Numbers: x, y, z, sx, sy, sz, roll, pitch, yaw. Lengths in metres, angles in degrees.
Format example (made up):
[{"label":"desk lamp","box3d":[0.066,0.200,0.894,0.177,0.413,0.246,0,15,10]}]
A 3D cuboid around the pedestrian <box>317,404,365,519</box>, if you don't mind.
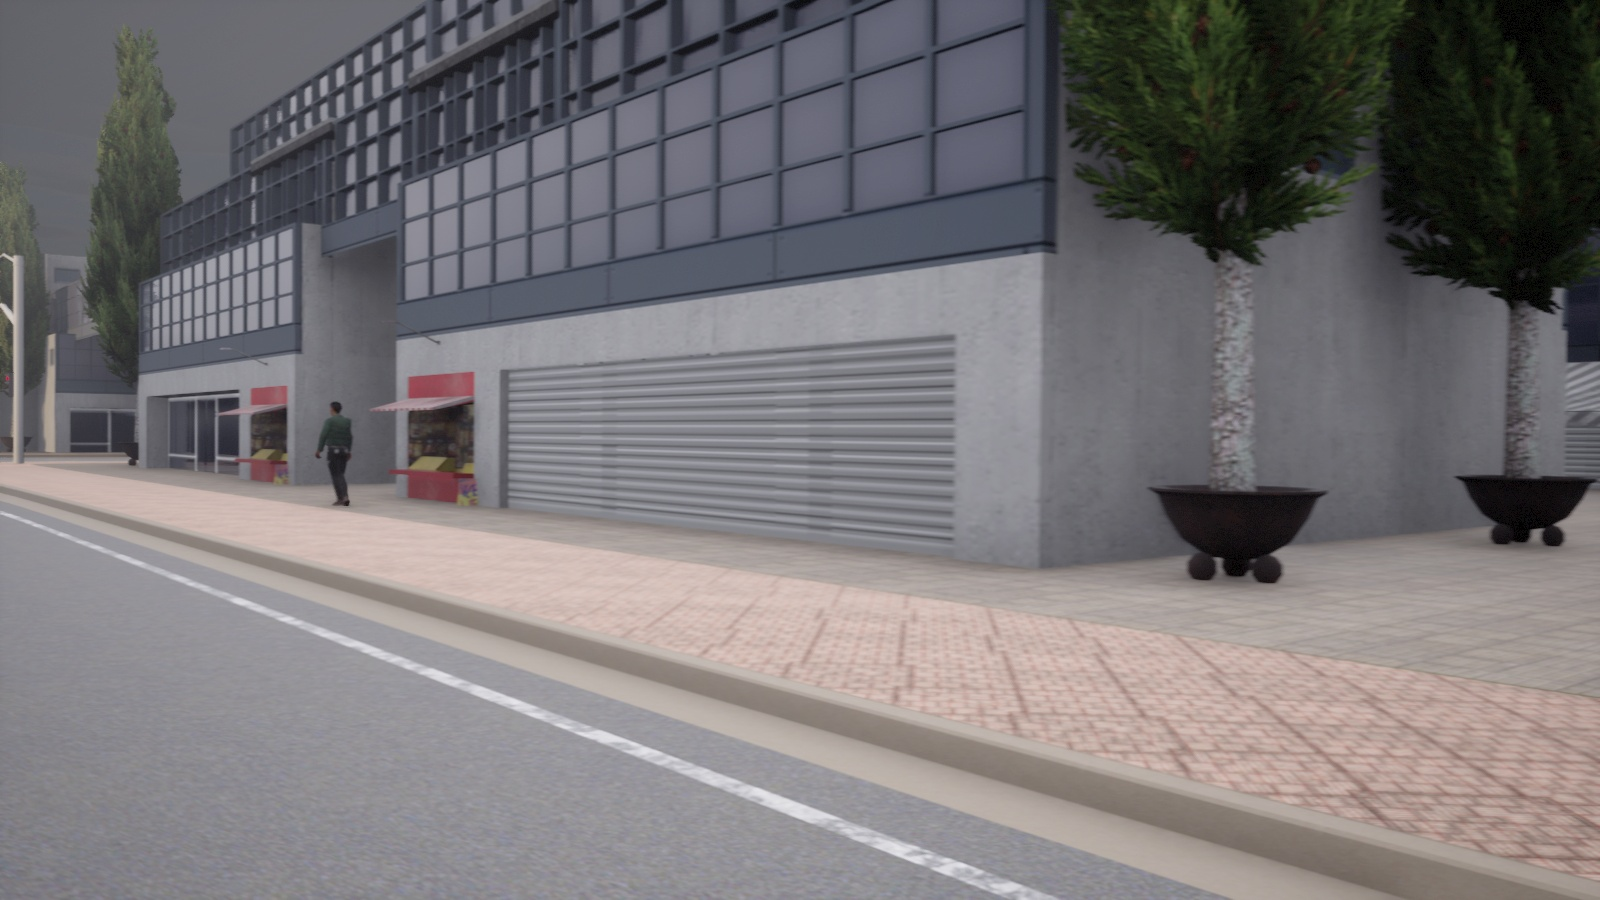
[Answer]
[{"label":"pedestrian","box3d":[-7.944,0.194,21.739,0.788,1.949,0.423,0,1,42]}]
